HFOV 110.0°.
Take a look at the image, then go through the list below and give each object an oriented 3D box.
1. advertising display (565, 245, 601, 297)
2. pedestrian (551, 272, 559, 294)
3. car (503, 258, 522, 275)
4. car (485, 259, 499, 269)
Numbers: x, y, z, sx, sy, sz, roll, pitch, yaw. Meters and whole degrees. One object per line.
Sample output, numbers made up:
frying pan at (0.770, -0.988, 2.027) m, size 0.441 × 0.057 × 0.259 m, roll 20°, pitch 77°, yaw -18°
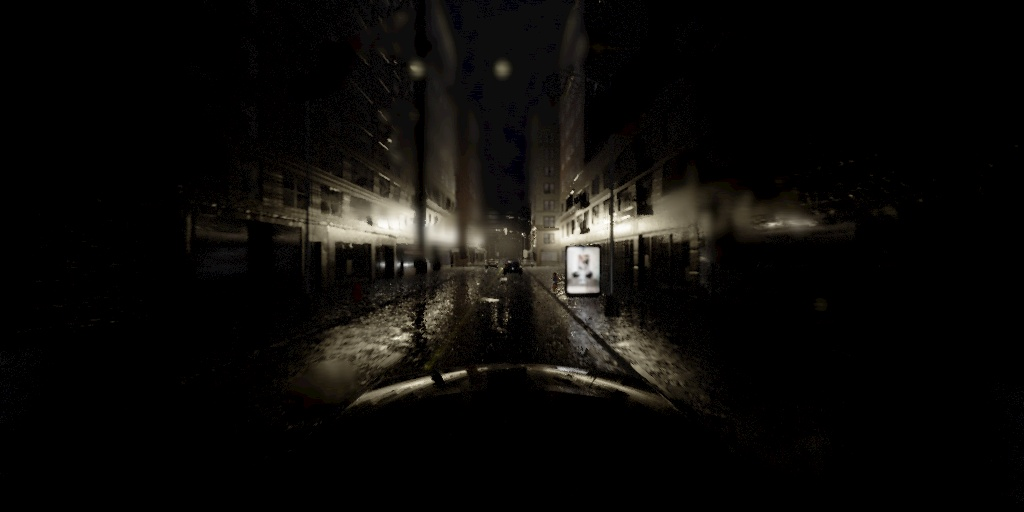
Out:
advertising display at (3.135, 0.755, 15.895) m, size 1.540 × 2.440 × 0.280 m, roll 0°, pitch 0°, yaw 0°
pedestrian at (2.079, 1.247, 16.949) m, size 0.500 × 1.100 × 0.500 m, roll 0°, pitch 0°, yaw -10°
car at (0.087, 1.252, 38.531) m, size 1.994 × 1.385 × 4.181 m, roll 0°, pitch 0°, yaw 0°
car at (-3.005, 1.165, 53.784) m, size 1.837 × 1.490 × 4.892 m, roll 0°, pitch 0°, yaw 0°
